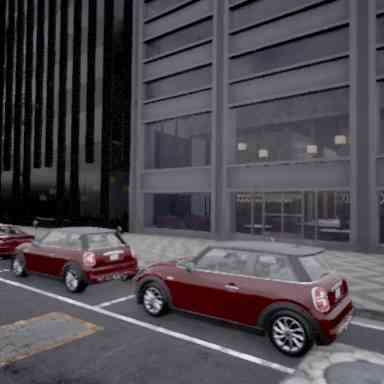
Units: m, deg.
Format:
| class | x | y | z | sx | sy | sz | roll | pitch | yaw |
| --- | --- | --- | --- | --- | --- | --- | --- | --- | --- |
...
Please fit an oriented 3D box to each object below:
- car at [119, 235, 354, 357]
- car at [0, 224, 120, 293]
| class | x | y | z | sx | sy | sz | roll | pitch | yaw |
| --- | --- | --- | --- | --- | --- | --- | --- | --- | --- |
| car | 0.774 | 1.659 | 6.489 | 4.097 | 1.590 | 1.967 | -1 | -2 | 37 |
| car | -3.565 | 1.728 | 9.745 | 4.097 | 1.590 | 1.967 | -1 | -2 | 37 |
